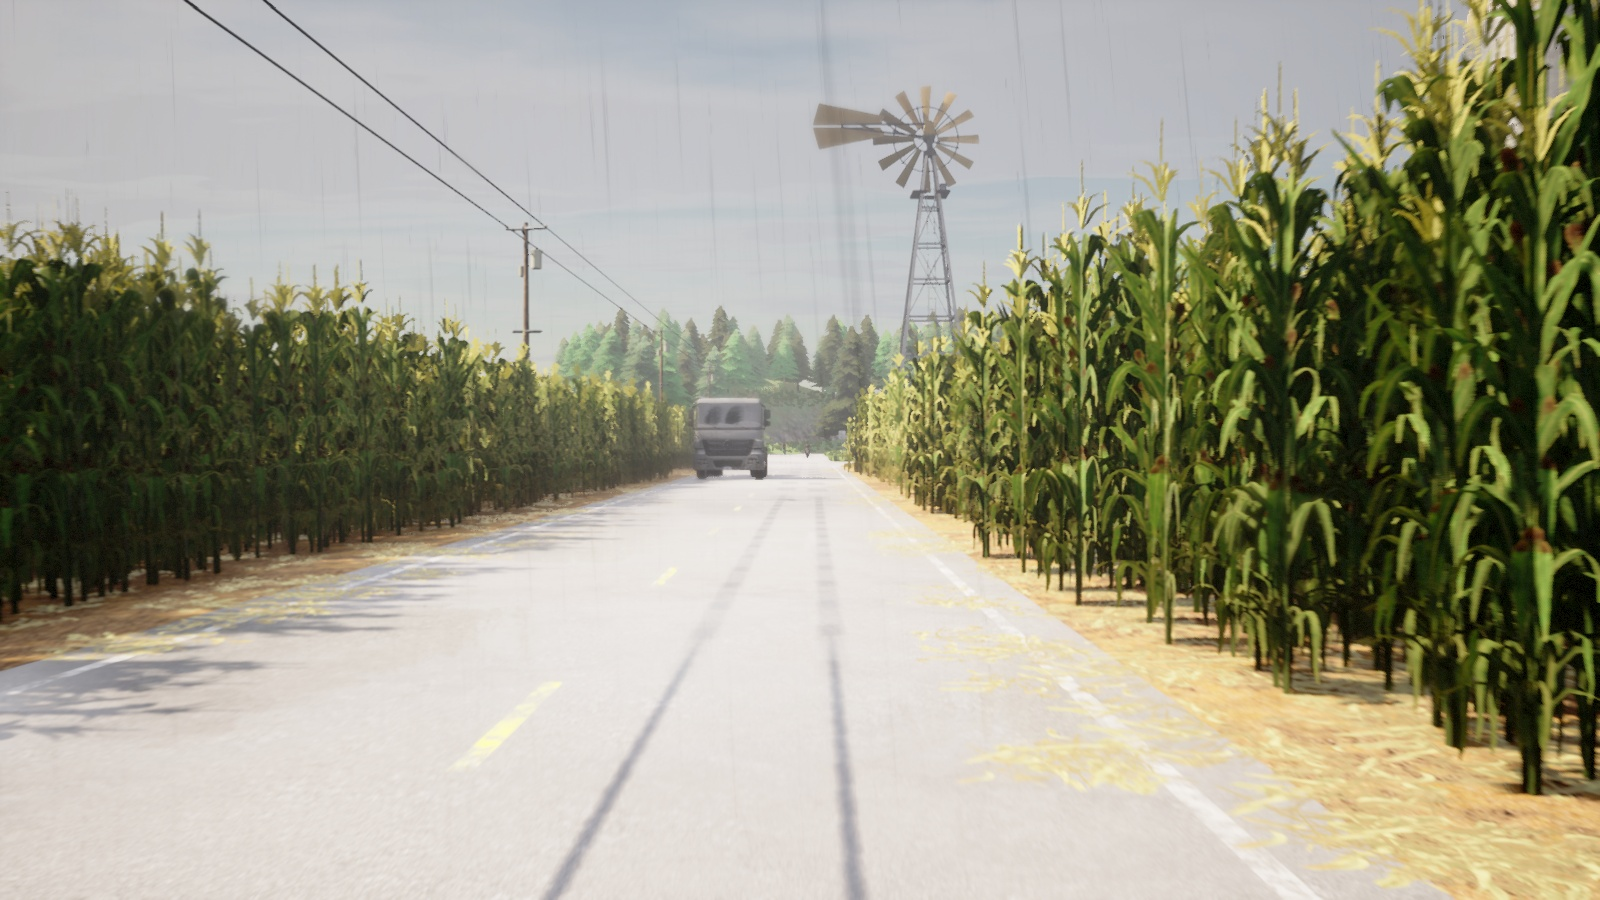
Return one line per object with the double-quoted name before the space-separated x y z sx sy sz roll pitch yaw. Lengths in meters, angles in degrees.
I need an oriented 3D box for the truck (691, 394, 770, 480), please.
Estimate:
"truck" -2.870 -0.543 54.138 2.891 3.462 7.936 0 0 0
